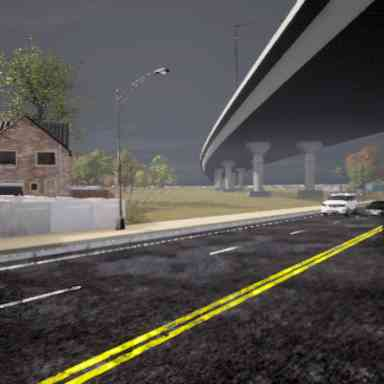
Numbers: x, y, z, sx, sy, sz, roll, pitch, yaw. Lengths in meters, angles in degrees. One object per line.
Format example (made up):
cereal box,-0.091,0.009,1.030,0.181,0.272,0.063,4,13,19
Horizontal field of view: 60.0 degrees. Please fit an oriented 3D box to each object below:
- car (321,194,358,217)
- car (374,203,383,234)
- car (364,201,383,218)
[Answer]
car,14.045,1.176,31.422,2.150,2.045,5.566,0,0,39
car,10.993,1.480,16.804,2.128,1.511,4.902,0,0,38
car,16.600,1.498,29.414,1.812,1.442,4.674,0,0,39
